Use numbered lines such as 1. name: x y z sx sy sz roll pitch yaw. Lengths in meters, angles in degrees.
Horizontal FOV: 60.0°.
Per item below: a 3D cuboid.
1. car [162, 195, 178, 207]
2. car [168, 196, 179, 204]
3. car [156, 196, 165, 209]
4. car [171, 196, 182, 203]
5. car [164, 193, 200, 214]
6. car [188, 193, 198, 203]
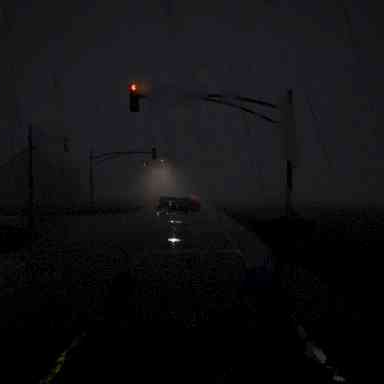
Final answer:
1. car: -3.431 1.308 52.298 2.097 1.767 4.553 0 0 0
2. car: -3.386 1.468 61.113 1.812 1.442 4.674 0 0 1
3. car: -3.459 1.320 43.517 2.097 1.767 4.553 0 0 0
4. car: -3.286 1.476 70.859 1.994 1.385 4.181 0 0 0
5. car: -0.712 1.333 34.780 2.097 1.767 4.553 0 0 21
6. car: 0.225 1.148 70.835 2.150 2.045 5.566 0 0 0
